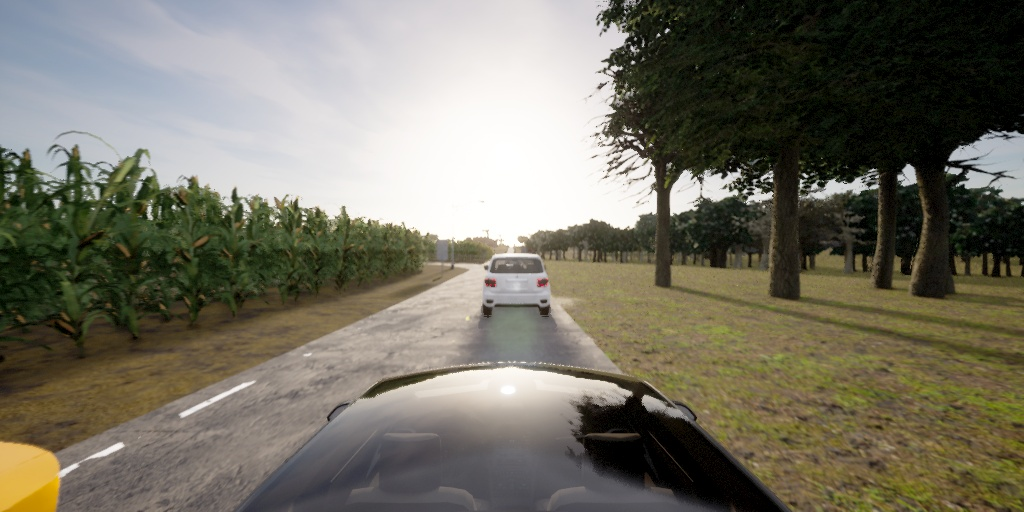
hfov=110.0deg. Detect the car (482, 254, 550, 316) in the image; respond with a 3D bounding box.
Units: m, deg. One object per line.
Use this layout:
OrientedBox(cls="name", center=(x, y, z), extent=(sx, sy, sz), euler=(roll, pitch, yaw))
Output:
OrientedBox(cls="car", center=(0.122, 0.924, 13.224), extent=(2.150, 2.045, 5.566), euler=(0, 1, 0))
